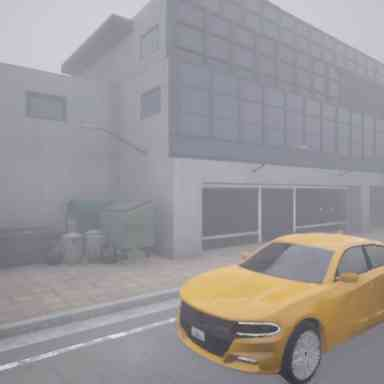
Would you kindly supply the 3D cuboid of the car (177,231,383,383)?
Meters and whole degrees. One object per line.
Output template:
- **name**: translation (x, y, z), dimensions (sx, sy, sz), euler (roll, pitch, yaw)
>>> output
- **car**: translation (2.055, 1.475, 5.599), dimensions (5.008, 1.535, 1.882), euler (0, 0, -37)
